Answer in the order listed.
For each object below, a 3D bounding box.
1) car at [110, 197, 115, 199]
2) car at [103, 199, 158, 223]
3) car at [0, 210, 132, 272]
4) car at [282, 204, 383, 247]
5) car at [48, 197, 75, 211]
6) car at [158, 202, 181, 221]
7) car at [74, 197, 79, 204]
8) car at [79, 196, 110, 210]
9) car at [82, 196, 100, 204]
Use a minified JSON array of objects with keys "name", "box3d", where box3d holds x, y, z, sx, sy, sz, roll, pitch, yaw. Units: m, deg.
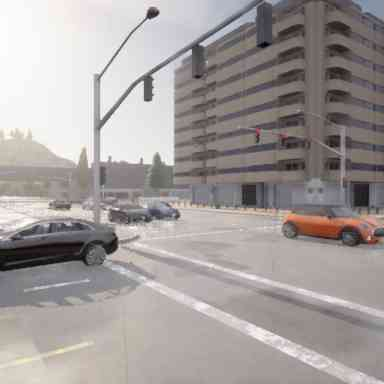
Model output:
[{"name":"car","box3d":[-14.309,1.580,57.155,1.812,1.442,4.674,0,0,-35]},{"name":"car","box3d":[-4.764,1.559,25.185,1.837,1.490,4.892,0,0,-35]},{"name":"car","box3d":[-4.514,1.491,9.684,4.902,1.511,2.128,0,0,-41]},{"name":"car","box3d":[6.489,1.377,15.362,2.097,1.767,4.553,0,0,-35]},{"name":"car","box3d":[-16.747,1.655,42.109,1.895,1.301,4.718,0,0,-35]},{"name":"car","box3d":[-2.801,1.580,28.472,1.812,1.442,4.674,0,0,-35]},{"name":"car","box3d":[-22.117,1.618,62.122,1.994,1.385,4.181,0,0,-35]},{"name":"car","box3d":[-12.367,1.580,41.991,1.812,1.442,4.674,0,0,-35]},{"name":"car","box3d":[-19.709,1.531,64.778,1.882,1.535,5.008,0,0,-35]}]
